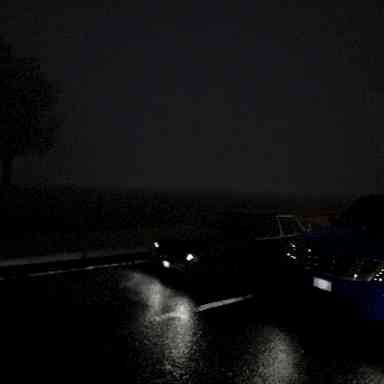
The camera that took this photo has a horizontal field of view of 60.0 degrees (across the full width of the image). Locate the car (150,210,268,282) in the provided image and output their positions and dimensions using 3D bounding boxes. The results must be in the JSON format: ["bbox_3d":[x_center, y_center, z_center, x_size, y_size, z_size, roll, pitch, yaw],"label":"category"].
[{"bbox_3d":[1.635,1.211,8.807,5.357,1.411,2.033,1,3,-35],"label":"car"}]

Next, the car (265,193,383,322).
[{"bbox_3d":[4.268,1.078,6.668,5.566,2.045,2.150,0,3,-35],"label":"car"}]
